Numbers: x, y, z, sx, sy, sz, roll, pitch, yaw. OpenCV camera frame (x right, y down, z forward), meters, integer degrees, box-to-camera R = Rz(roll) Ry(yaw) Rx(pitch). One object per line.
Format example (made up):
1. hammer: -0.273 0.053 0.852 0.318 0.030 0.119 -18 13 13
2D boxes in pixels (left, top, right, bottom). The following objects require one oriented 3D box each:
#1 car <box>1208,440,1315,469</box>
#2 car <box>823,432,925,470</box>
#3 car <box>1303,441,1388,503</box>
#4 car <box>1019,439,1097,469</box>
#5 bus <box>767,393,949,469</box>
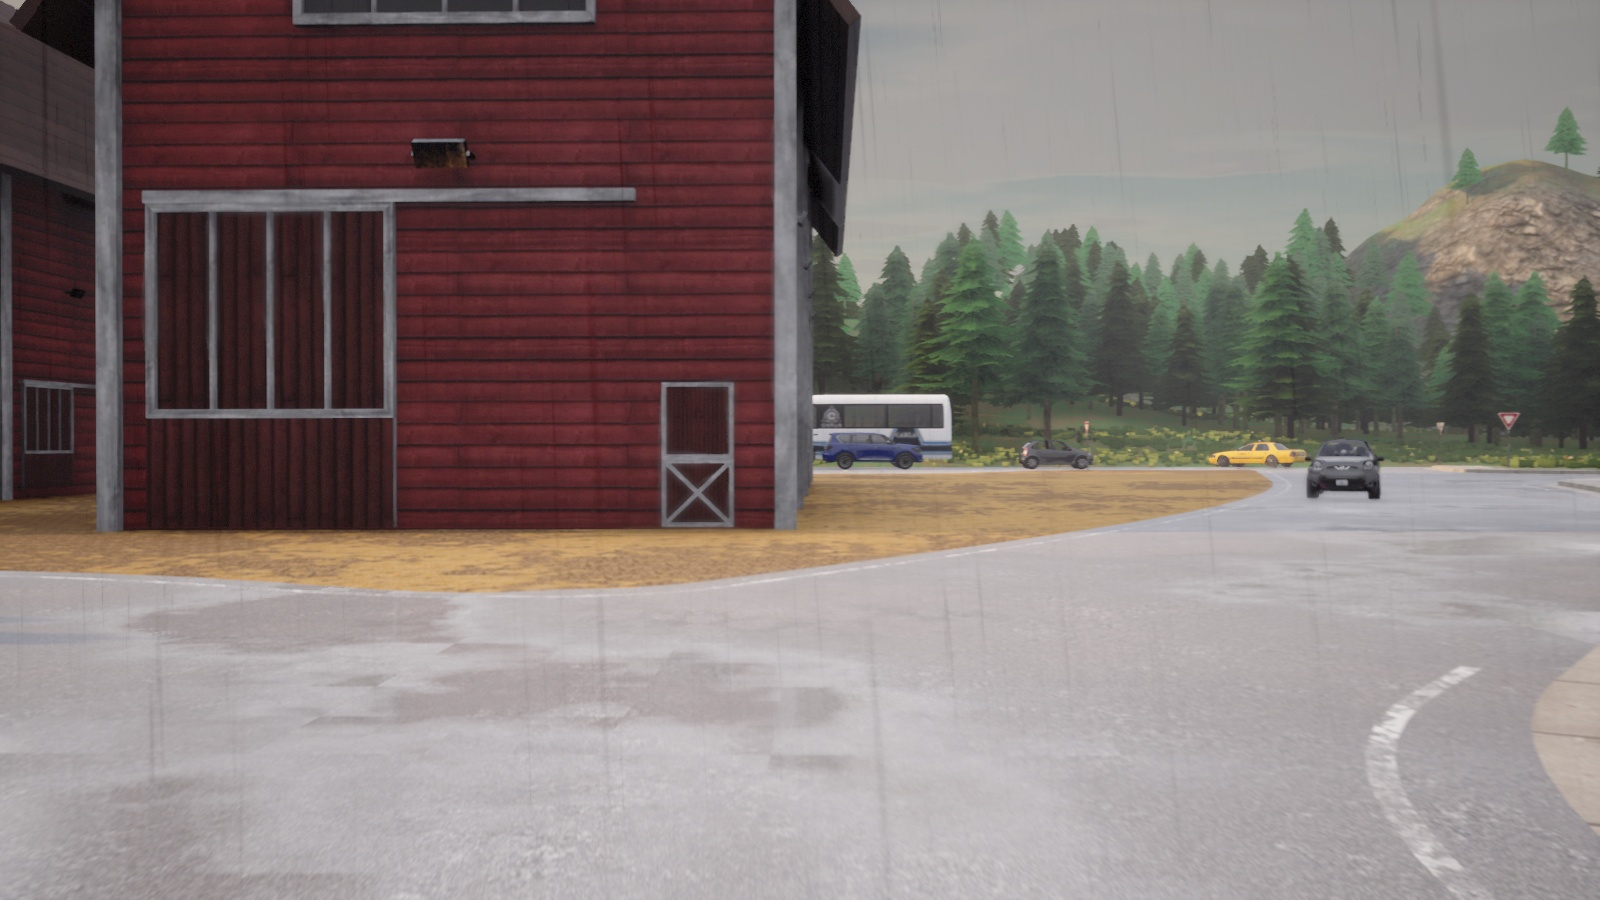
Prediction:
1. car: 25.923 0.245 70.685 1.801 1.575 5.366 -1 0 -43
2. car: 4.064 0.041 69.415 5.566 2.045 2.150 0 0 2
3. car: 13.965 0.511 32.035 1.845 1.501 3.633 0 0 26
4. car: 14.164 0.223 69.086 3.988 1.617 1.851 0 0 2
5. bus: 3.313 -1.068 72.938 10.273 4.253 3.944 0 0 2
